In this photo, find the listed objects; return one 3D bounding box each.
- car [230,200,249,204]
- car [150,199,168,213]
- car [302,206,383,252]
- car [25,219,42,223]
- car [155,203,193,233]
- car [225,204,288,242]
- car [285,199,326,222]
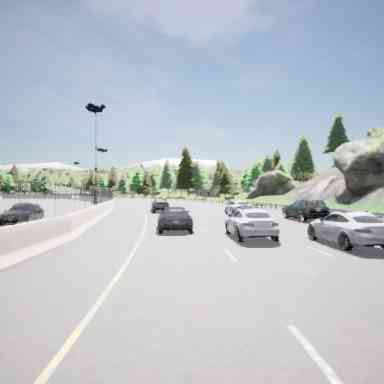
[{"bbox_3d":[4.452,1.513,31.810,1.812,1.442,4.674,0,0,-9],"label":"car"},{"bbox_3d":[-3.630,1.496,37.388,2.128,1.511,4.902,0,0,-11],"label":"car"},{"bbox_3d":[6.495,1.511,13.814,1.812,1.442,4.674,0,0,-4],"label":"car"},{"bbox_3d":[-12.117,1.584,24.012,1.837,1.490,4.892,0,0,-7],"label":"car"},{"bbox_3d":[-1.050,1.564,19.790,1.994,1.385,4.181,0,0,-6],"label":"car"},{"bbox_3d":[2.816,1.518,16.146,1.812,1.442,4.674,0,0,-4],"label":"car"},{"bbox_3d":[8.805,1.331,25.910,2.097,1.767,4.553,0,0,-7],"label":"car"}]
